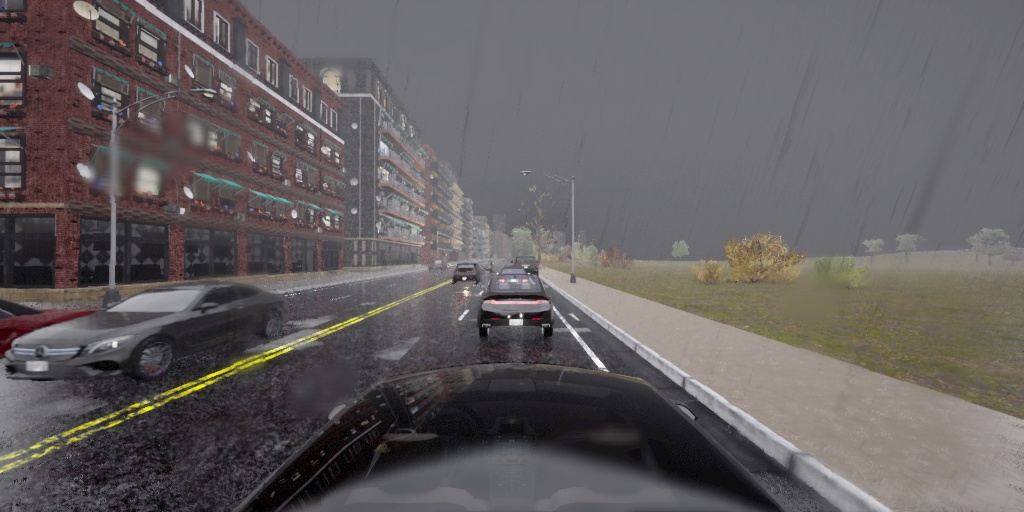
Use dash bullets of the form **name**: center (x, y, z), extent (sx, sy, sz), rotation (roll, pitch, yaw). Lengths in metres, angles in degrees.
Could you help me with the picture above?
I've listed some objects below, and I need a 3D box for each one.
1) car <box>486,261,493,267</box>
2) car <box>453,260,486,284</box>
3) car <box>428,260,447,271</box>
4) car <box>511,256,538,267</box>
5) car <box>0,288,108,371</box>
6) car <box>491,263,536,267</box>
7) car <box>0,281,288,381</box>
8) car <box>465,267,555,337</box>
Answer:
- **car**: center (-3.222, 1.300, 44.280), extent (2.033, 1.411, 5.357), rotation (0, 0, 0)
- **car**: center (-3.192, 1.258, 26.462), extent (1.837, 1.490, 4.892), rotation (0, 0, 0)
- **car**: center (-9.927, 1.279, 47.997), extent (1.812, 1.442, 4.674), rotation (0, 0, 0)
- **car**: center (1.088, 0.979, 30.944), extent (2.150, 2.045, 5.566), rotation (0, 0, 0)
- **car**: center (-9.854, 1.351, 5.548), extent (1.895, 1.301, 4.718), rotation (0, 0, 0)
- **car**: center (0.072, 1.300, 20.732), extent (2.033, 1.411, 5.357), rotation (0, 0, 0)
- **car**: center (-6.622, 1.276, 7.333), extent (1.812, 1.442, 4.674), rotation (0, 0, 0)
- **car**: center (0.087, 1.243, 10.292), extent (2.128, 1.511, 4.902), rotation (0, 0, 0)
